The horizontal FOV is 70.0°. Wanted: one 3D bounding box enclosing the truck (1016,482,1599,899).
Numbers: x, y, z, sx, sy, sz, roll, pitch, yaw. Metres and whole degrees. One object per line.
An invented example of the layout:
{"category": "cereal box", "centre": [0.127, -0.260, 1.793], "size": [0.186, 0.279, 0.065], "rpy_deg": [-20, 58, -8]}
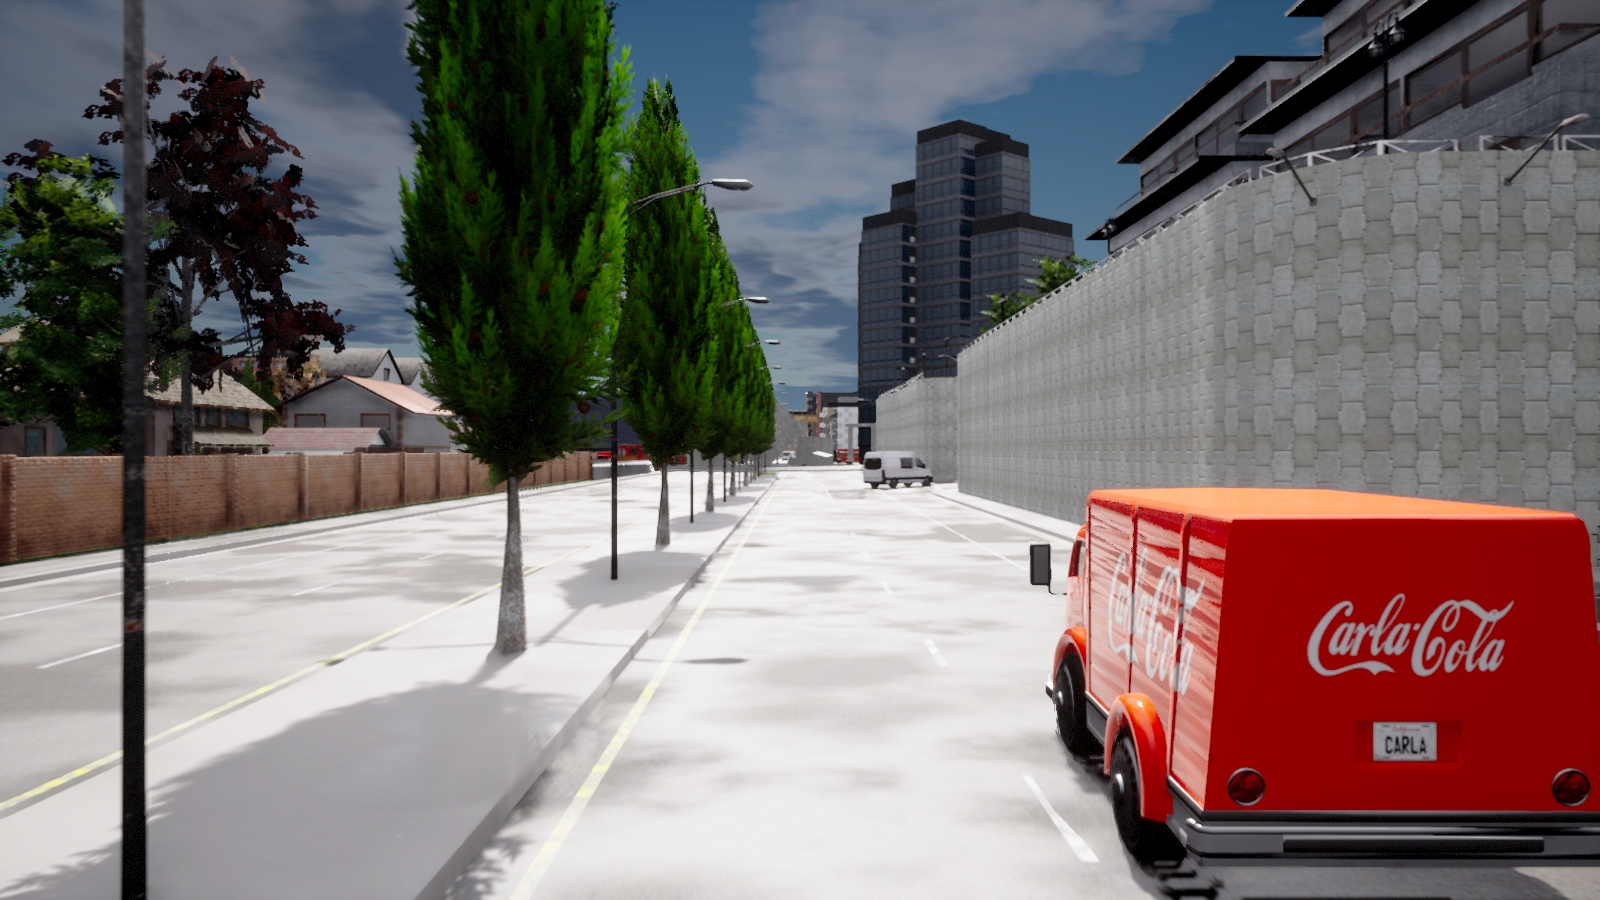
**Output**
{"category": "truck", "centre": [3.480, 1.553, 9.005], "size": [2.627, 2.467, 5.204], "rpy_deg": [0, 0, 1]}
